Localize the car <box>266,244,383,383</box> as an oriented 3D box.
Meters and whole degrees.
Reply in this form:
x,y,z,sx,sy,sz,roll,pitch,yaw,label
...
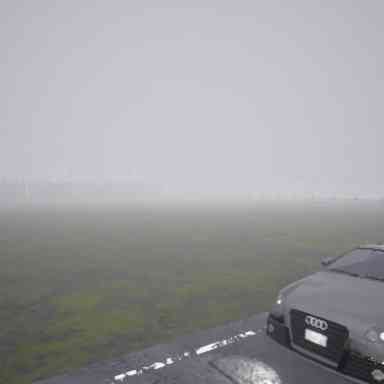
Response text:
x,y,z,sx,sy,sz,roll,pitch,yaw,label
3.110,1.565,5.145,4.181,1.385,1.994,0,0,-35,car
